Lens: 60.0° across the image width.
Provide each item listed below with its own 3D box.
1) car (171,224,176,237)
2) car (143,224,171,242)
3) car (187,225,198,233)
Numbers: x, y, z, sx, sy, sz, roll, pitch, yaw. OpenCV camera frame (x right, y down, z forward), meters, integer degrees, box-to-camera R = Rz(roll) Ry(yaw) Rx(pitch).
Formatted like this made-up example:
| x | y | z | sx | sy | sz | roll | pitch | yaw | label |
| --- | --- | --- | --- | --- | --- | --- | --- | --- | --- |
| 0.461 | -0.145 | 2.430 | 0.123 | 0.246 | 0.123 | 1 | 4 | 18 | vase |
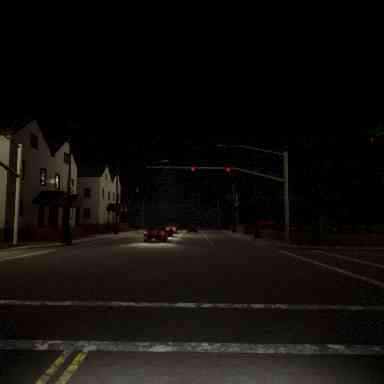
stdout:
| x | y | z | sx | sy | sz | roll | pitch | yaw | label |
| --- | --- | --- | --- | --- | --- | --- | --- | --- | --- |
| -3.513 | 5.173 | 43.391 | 1.994 | 1.385 | 4.181 | 0 | -5 | 0 | car |
| -3.531 | 4.033 | 33.052 | 2.097 | 1.767 | 4.553 | 0 | -5 | 0 | car |
| 0.095 | 6.472 | 57.910 | 2.033 | 1.411 | 5.357 | 0 | -5 | 0 | car |
